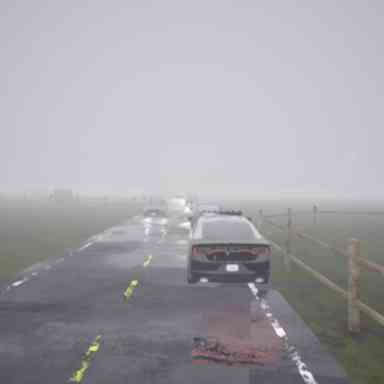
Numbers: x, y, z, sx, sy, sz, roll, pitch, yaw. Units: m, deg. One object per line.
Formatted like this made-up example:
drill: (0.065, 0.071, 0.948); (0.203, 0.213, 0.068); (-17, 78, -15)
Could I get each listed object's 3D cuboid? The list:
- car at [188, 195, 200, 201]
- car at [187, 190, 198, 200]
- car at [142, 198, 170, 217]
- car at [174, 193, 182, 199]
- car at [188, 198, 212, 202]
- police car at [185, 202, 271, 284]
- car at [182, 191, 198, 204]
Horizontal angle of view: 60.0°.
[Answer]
car: (0.836, 1.237, 25.279); (1.812, 1.442, 4.674); (0, 1, 0)
car: (0.032, 0.581, 66.995); (2.097, 1.767, 4.553); (0, 1, 0)
car: (-2.838, 1.235, 27.333); (2.033, 1.411, 5.357); (0, 1, 0)
car: (-2.719, 0.802, 68.810); (1.895, 1.301, 4.718); (0, 1, 0)
car: (0.833, 1.305, 19.280); (1.812, 1.442, 4.674); (0, 1, 0)
police car: (0.828, 1.317, 9.389); (1.930, 1.638, 5.238); (0, 1, 0)
car: (0.049, 1.023, 45.831); (2.033, 1.411, 5.357); (0, 1, 1)
